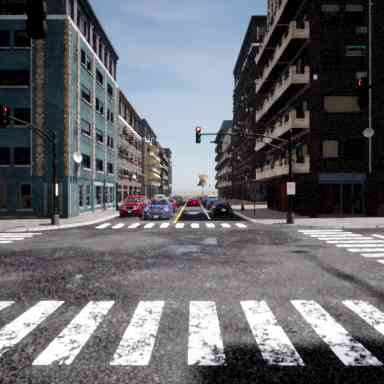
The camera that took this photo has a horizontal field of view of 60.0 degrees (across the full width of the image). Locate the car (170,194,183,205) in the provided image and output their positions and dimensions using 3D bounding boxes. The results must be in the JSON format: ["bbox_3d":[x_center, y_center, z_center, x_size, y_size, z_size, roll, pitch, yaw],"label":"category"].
[{"bbox_3d":[-2.671,1.465,47.641,1.882,1.535,5.008,0,0,0],"label":"car"}]

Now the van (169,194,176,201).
[{"bbox_3d":[-4.998,1.301,85.707,1.690,1.788,3.998,0,0,0],"label":"van"}]

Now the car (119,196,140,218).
[{"bbox_3d":[-5.204,1.311,30.187,2.192,1.841,5.009,0,0,0],"label":"car"}]

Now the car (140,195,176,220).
[{"bbox_3d":[-2.774,1.349,28.099,2.097,1.767,4.553,0,0,1],"label":"car"}]

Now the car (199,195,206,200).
[{"bbox_3d":[2.902,1.499,91.231,1.887,1.381,4.507,0,0,0],"label":"car"}]

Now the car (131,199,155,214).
[{"bbox_3d":[-5.183,1.538,35.739,1.887,1.381,4.507,0,0,0],"label":"car"}]

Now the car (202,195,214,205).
[{"bbox_3d":[2.779,1.422,57.918,1.967,1.590,4.097,0,0,0],"label":"car"}]

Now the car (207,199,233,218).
[{"bbox_3d":[2.676,1.562,30.159,1.947,1.339,4.313,0,0,0],"label":"car"}]

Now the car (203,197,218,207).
[{"bbox_3d":[2.718,1.573,41.263,1.802,1.307,4.206,0,0,0],"label":"car"}]

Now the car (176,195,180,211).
[{"bbox_3d":[-2.713,1.471,37.309,1.882,1.535,5.008,0,0,0],"label":"car"}]

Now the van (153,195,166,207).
[{"bbox_3d":[-5.122,1.326,52.395,1.690,1.788,3.998,0,0,0],"label":"van"}]

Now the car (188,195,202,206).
[{"bbox_3d":[0.297,1.548,53.643,1.994,1.385,4.181,0,0,0],"label":"car"}]

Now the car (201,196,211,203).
[{"bbox_3d":[2.820,1.525,69.023,2.008,1.369,4.403,0,0,0],"label":"car"}]

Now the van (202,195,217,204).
[{"bbox_3d":[2.739,1.329,46.815,1.690,1.788,3.998,0,0,0],"label":"van"}]

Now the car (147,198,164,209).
[{"bbox_3d":[-5.142,1.533,46.844,1.887,1.381,4.507,0,0,0],"label":"car"}]

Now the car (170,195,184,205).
[{"bbox_3d":[-2.600,1.335,57.699,2.097,1.767,4.553,0,0,1],"label":"car"}]

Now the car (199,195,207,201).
[{"bbox_3d":[2.881,1.504,85.679,1.887,1.381,4.507,0,0,0],"label":"car"}]
